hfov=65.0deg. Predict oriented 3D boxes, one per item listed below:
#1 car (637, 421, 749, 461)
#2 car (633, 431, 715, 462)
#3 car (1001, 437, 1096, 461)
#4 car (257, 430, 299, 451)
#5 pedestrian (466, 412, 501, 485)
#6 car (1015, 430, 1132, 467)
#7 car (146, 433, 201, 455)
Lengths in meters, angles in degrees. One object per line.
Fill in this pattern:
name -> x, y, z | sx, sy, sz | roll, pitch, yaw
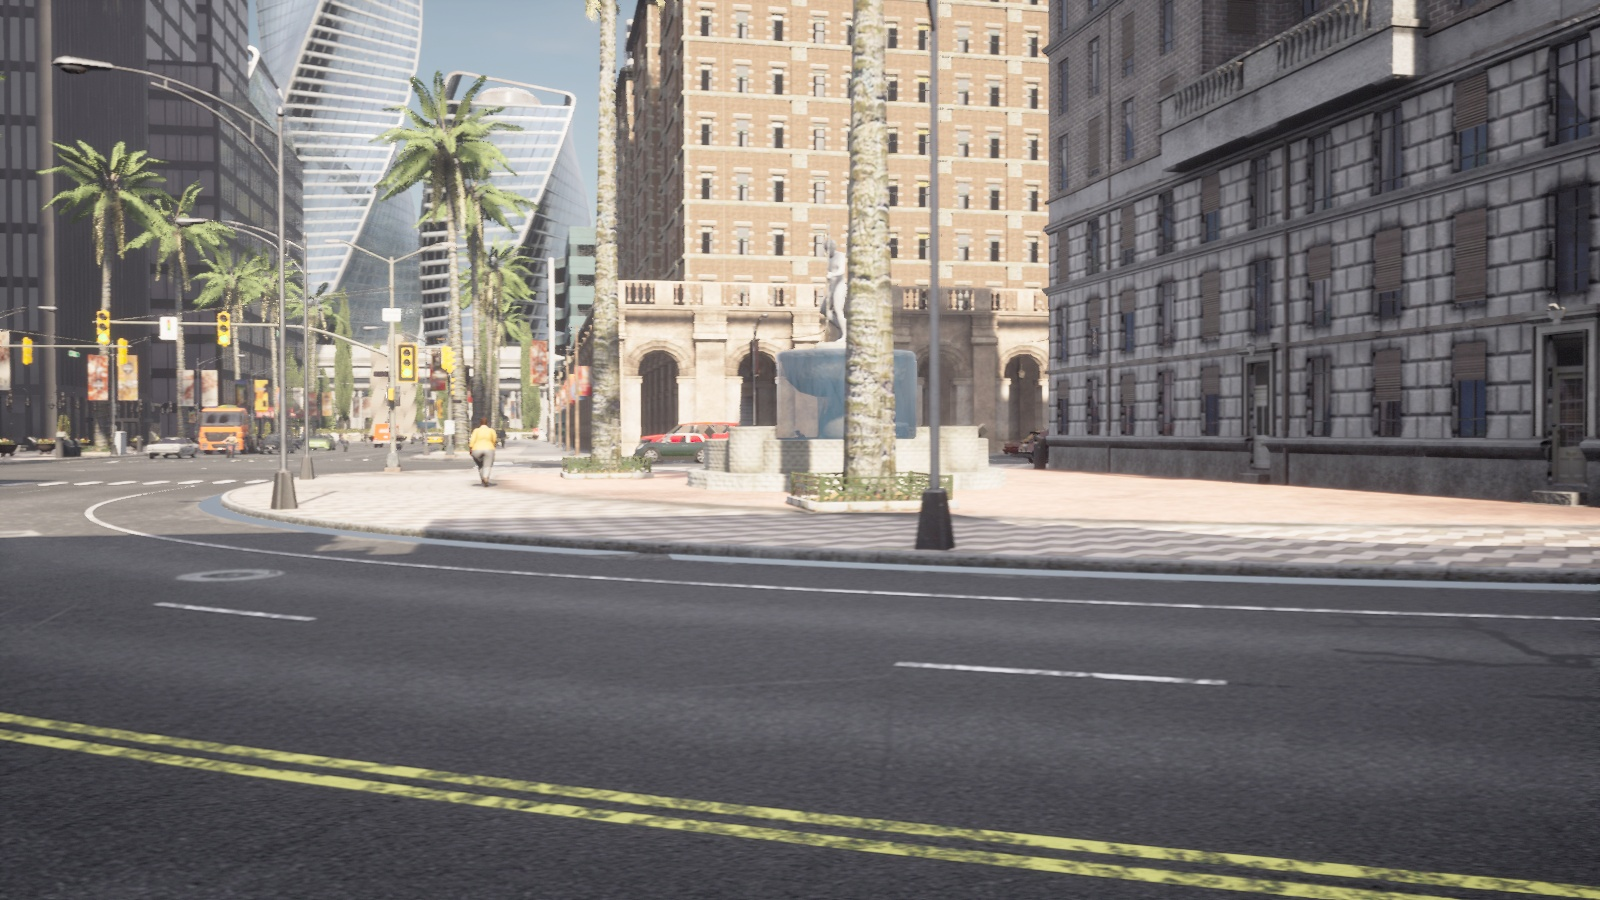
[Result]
car -> -5.546, -0.469, 64.862 | 5.566, 2.045, 2.150 | 0, 1, -11
car -> -6.148, -0.168, 61.161 | 3.806, 1.475, 1.970 | 0, 1, -12
car -> 13.588, -0.072, 68.808 | 4.718, 1.301, 1.895 | 0, 1, -12
car -> -37.761, -0.711, 90.949 | 1.837, 1.490, 4.892 | 0, 1, -11
pedestrian -> -8.222, -0.048, 32.619 | 0.874, 1.855, 0.900 | 0, 1, -14
car -> 12.561, -0.079, 57.875 | 4.856, 1.649, 2.033 | 0, 1, -12
car -> -38.621, -0.414, 77.560 | 1.895, 1.301, 4.718 | 0, 1, -11
